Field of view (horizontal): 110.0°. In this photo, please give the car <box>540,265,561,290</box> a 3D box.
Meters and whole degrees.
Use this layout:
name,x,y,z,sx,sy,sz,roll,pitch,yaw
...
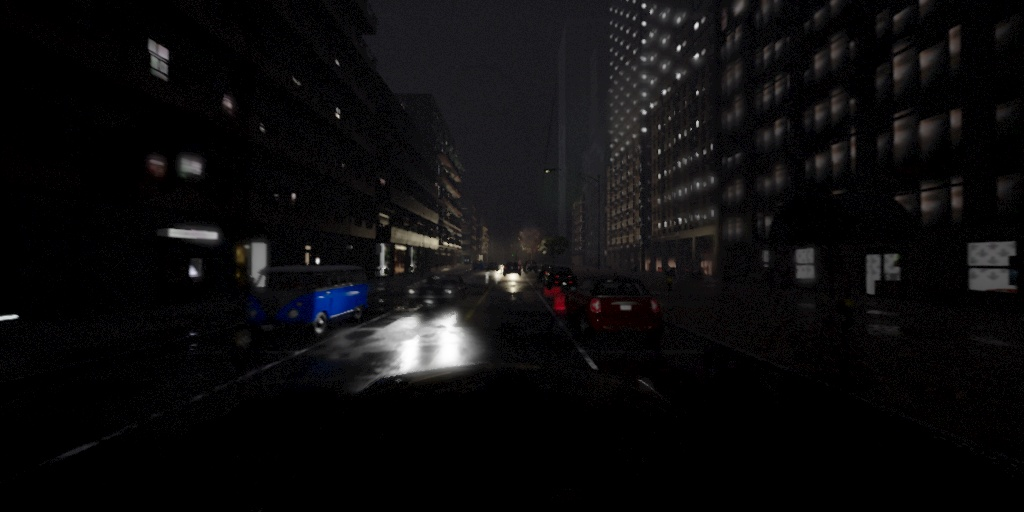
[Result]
name,x,y,z,sx,sy,sz,roll,pitch,yaw
car,3.154,1.439,24.169,1.837,1.490,4.892,0,0,0

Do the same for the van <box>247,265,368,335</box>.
name,x,y,z,sx,sy,sz,roll,pitch,yaw
van,-5.686,1.160,10.429,1.690,1.789,3.998,0,0,0

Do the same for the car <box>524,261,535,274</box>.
name,x,y,z,sx,sy,sz,roll,pitch,yaw
car,2.706,1.706,49.084,2.007,1.370,4.403,0,0,0

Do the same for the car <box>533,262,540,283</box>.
name,x,y,z,sx,sy,sz,roll,pitch,yaw
car,3.155,1.500,31.169,1.837,1.490,4.892,0,-1,0

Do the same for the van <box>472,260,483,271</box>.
name,x,y,z,sx,sy,sz,roll,pitch,yaw
van,-5.672,1.596,60.132,1.690,1.789,3.998,0,0,0

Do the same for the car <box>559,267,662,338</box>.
name,x,y,z,sx,sy,sz,roll,pitch,yaw
car,2.695,1.260,10.426,1.967,1.591,4.097,0,0,0

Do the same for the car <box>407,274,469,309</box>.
name,x,y,z,sx,sy,sz,roll,pitch,yaw
car,-3.094,1.465,15.805,1.895,1.301,4.718,0,0,0

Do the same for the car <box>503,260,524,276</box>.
name,x,y,z,sx,sy,sz,roll,pitch,yaw
car,0.047,1.463,44.062,2.097,1.767,4.553,0,0,1

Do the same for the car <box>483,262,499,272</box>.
name,x,y,z,sx,sy,sz,roll,pitch,yaw
car,-3.044,1.725,56.304,1.837,1.490,4.892,0,-1,0
